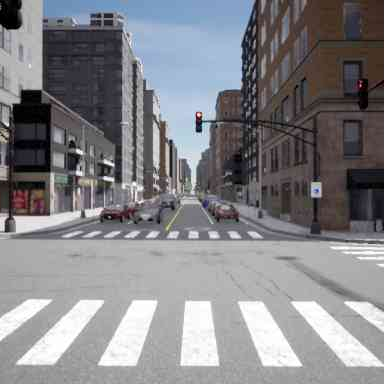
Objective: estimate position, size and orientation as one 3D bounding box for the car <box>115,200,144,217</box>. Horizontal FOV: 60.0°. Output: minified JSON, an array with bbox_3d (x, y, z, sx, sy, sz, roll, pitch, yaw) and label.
[{"bbox_3d":[-5.882,1.545,31.613,1.887,1.381,4.507,1,0,0],"label":"car"}]

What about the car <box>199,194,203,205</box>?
[{"bbox_3d":[2.629,1.319,48.633,2.192,1.841,5.009,1,0,0],"label":"car"}]

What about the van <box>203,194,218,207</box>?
[{"bbox_3d":[2.635,1.343,42.960,1.690,1.788,3.998,1,0,0],"label":"van"}]

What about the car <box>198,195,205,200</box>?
[{"bbox_3d":[2.581,1.545,94.190,1.752,1.417,4.829,1,0,0],"label":"car"}]

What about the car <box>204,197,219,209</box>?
[{"bbox_3d":[2.638,1.583,37.286,1.802,1.307,4.206,1,0,0],"label":"car"}]

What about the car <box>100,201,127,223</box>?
[{"bbox_3d":[-5.876,1.545,25.940,1.887,1.381,4.507,1,0,0],"label":"car"}]

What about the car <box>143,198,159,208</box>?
[{"bbox_3d":[-5.899,1.586,48.632,1.802,1.307,4.206,1,0,0],"label":"car"}]

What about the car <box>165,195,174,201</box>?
[{"bbox_3d":[-5.940,1.584,88.342,1.947,1.339,4.313,1,0,0],"label":"car"}]

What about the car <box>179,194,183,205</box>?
[{"bbox_3d":[-3.064,1.574,59.592,1.994,1.385,4.181,0,0,0],"label":"car"}]

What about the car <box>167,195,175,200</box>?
[{"bbox_3d":[-5.946,1.564,94.014,1.887,1.381,4.507,1,0,0],"label":"car"}]

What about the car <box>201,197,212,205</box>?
[{"bbox_3d":[2.615,1.589,59.980,1.802,1.307,4.206,1,0,0],"label":"car"}]

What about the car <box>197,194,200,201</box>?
[{"bbox_3d":[2.603,1.578,71.326,1.947,1.339,4.313,1,0,0],"label":"car"}]

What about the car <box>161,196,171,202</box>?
[{"bbox_3d":[-5.928,1.565,76.996,2.008,1.369,4.403,1,0,0],"label":"car"}]

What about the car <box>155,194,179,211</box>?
[{"bbox_3d":[-3.145,1.224,40.807,2.150,2.045,5.566,0,0,0],"label":"car"}]

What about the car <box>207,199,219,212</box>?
[{"bbox_3d":[2.644,1.582,31.613,1.802,1.307,4.206,1,0,0],"label":"car"}]

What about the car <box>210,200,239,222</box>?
[{"bbox_3d":[2.650,1.582,25.940,1.802,1.307,4.206,1,0,0],"label":"car"}]

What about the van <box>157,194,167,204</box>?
[{"bbox_3d":[-5.915,1.351,65.650,1.690,1.788,3.998,1,0,0],"label":"van"}]

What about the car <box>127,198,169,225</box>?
[{"bbox_3d":[-3.106,1.490,24.362,2.128,1.511,4.902,0,0,-1],"label":"car"}]

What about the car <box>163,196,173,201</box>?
[{"bbox_3d":[-5.934,1.582,82.669,1.947,1.339,4.313,1,0,0],"label":"car"}]

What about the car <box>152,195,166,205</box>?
[{"bbox_3d":[-5.910,1.448,59.977,1.967,1.590,4.097,1,0,0],"label":"car"}]
